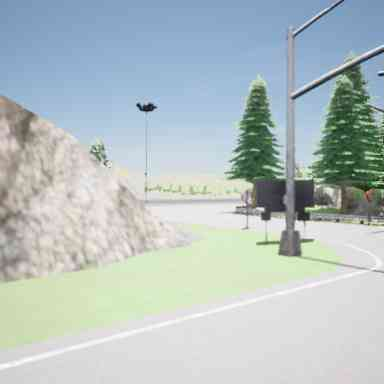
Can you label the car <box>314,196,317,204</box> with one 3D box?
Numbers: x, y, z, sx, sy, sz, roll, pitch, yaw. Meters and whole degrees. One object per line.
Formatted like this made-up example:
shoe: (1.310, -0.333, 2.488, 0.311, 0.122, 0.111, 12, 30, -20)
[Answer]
car: (25.240, 1.581, 67.617, 4.902, 1.511, 2.128, 0, 0, -36)
